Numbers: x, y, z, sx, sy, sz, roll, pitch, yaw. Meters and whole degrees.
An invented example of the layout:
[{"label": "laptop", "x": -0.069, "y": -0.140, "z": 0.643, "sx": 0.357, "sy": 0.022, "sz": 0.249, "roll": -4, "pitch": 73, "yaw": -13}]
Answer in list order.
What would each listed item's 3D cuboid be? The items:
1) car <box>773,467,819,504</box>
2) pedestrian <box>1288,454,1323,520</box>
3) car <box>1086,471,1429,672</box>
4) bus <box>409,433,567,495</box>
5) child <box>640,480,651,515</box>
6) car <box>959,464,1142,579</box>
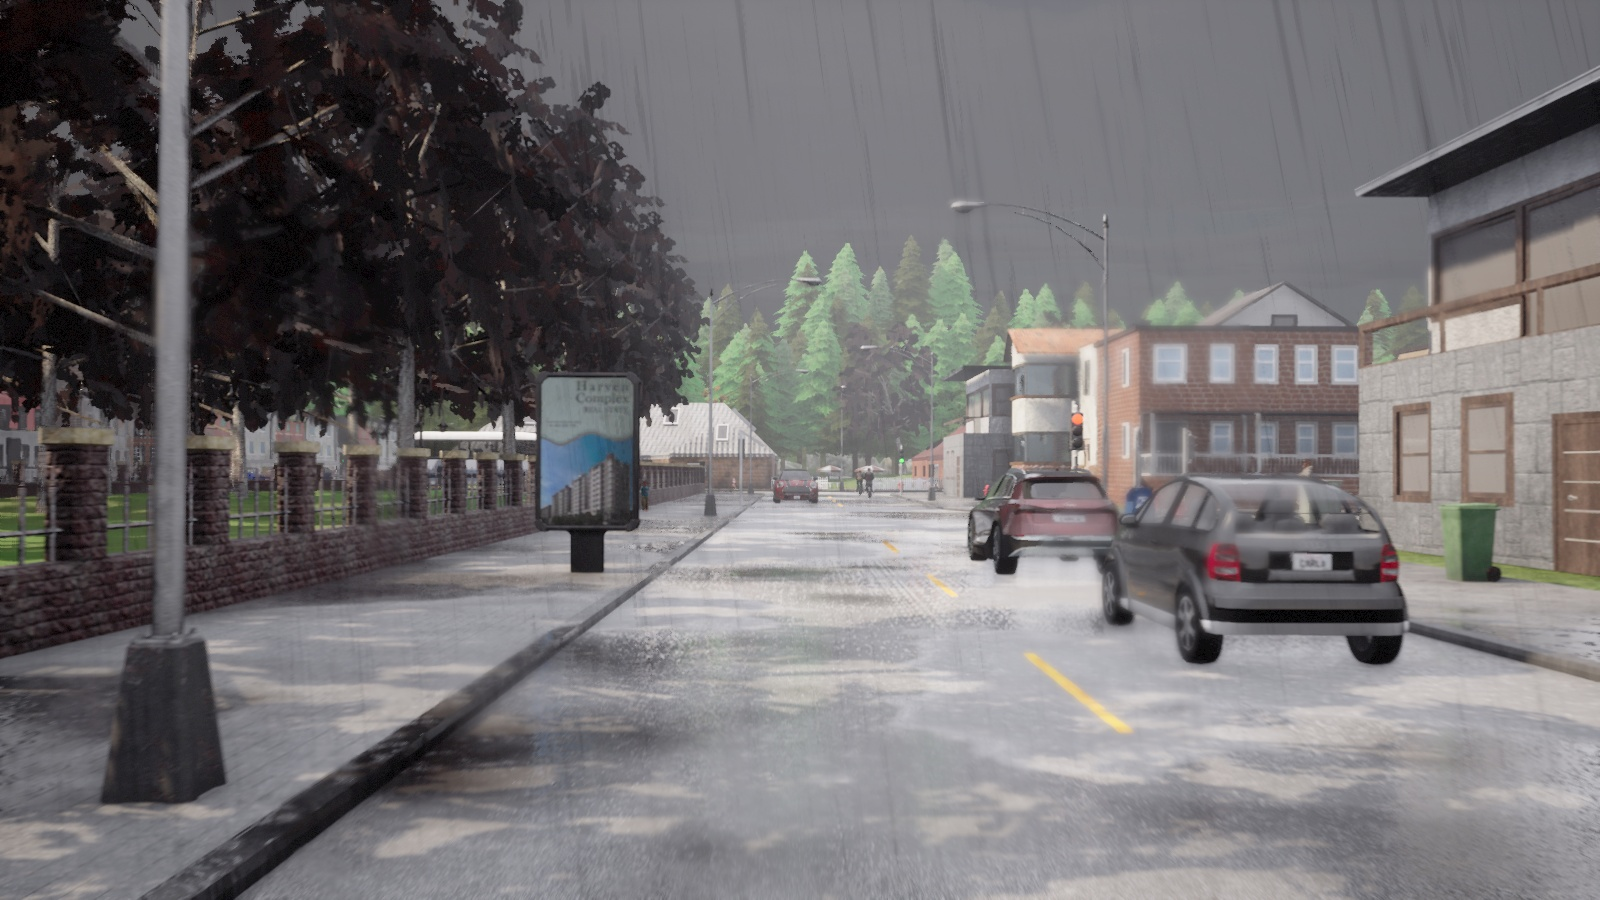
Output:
[{"label": "car", "x": -0.230, "y": 1.721, "z": 62.281, "sx": 2.097, "sy": 1.767, "sz": 4.553, "roll": 0, "pitch": -1, "yaw": -3}, {"label": "pedestrian", "x": 15.076, "y": 1.093, "z": 37.434, "sx": 0.873, "sy": 1.952, "sz": 0.659, "roll": -1, "pitch": -1, "yaw": 30}, {"label": "car", "x": 3.972, "y": 0.972, "z": 11.594, "sx": 1.789, "sy": 1.549, "sz": 3.705, "roll": 0, "pitch": -1, "yaw": 0}, {"label": "bus", "x": -22.055, "y": 1.027, "z": 89.321, "sx": 10.273, "sy": 4.253, "sz": 3.944, "roll": 0, "pitch": -1, "yaw": -1}, {"label": "child", "x": -5.400, "y": 1.664, "z": 43.933, "sx": 0.343, "sy": 1.192, "sz": 0.448, "roll": 0, "pitch": -1, "yaw": 0}, {"label": "car", "x": 3.947, "y": 1.076, "z": 20.651, "sx": 2.033, "sy": 1.649, "sz": 4.856, "roll": 0, "pitch": -1, "yaw": 0}]
